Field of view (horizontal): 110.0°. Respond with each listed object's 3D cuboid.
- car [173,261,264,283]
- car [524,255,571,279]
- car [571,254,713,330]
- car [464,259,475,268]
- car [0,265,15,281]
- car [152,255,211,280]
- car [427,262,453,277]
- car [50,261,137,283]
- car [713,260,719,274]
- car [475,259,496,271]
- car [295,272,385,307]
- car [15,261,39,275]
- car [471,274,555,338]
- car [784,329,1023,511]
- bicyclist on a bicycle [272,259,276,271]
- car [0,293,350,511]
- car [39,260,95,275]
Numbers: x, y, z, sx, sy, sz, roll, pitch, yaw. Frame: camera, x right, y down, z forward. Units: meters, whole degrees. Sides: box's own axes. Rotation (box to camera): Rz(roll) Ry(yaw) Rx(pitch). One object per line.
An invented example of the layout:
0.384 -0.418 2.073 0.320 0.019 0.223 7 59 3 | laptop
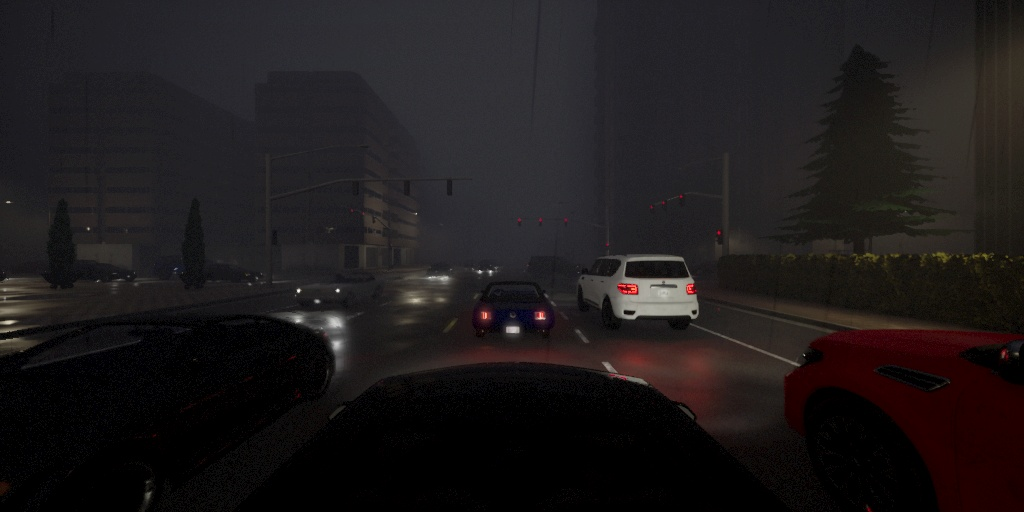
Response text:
-22.006 1.296 27.271 5.357 1.411 2.033 0 0 1 | car
4.058 0.970 33.121 5.566 2.045 2.150 0 1 30 | car
3.575 0.971 11.300 2.150 2.045 5.566 0 0 -2 | car
-7.169 1.294 62.185 2.033 1.411 5.357 0 0 0 | car
-41.843 1.274 27.466 4.674 1.442 1.812 0 0 1 | car
-27.502 0.970 30.842 5.566 2.045 2.150 0 0 0 | car
-7.154 1.312 35.957 1.994 1.385 4.181 0 0 0 | car
-31.590 1.274 27.379 4.674 1.442 1.812 0 0 1 | car
20.822 1.225 37.631 5.008 1.535 1.882 0 0 1 | car
-3.673 1.252 50.409 1.837 1.490 4.892 0 0 0 | car
-7.119 1.350 15.314 1.895 1.301 4.718 0 0 0 | car
-50.738 1.226 38.241 5.008 1.535 1.882 0 0 0 | car
0.044 1.350 10.171 1.895 1.301 4.718 0 0 0 | car
3.601 0.972 0.938 2.150 2.045 5.566 0 0 0 | car
-28.697 1.048 42.836 0.582 1.620 1.656 0 0 0 | bicyclist on a bicycle
-3.603 1.314 3.608 1.994 1.385 4.181 0 0 0 | car
-36.971 1.100 30.927 4.553 1.767 2.097 0 0 1 | car
